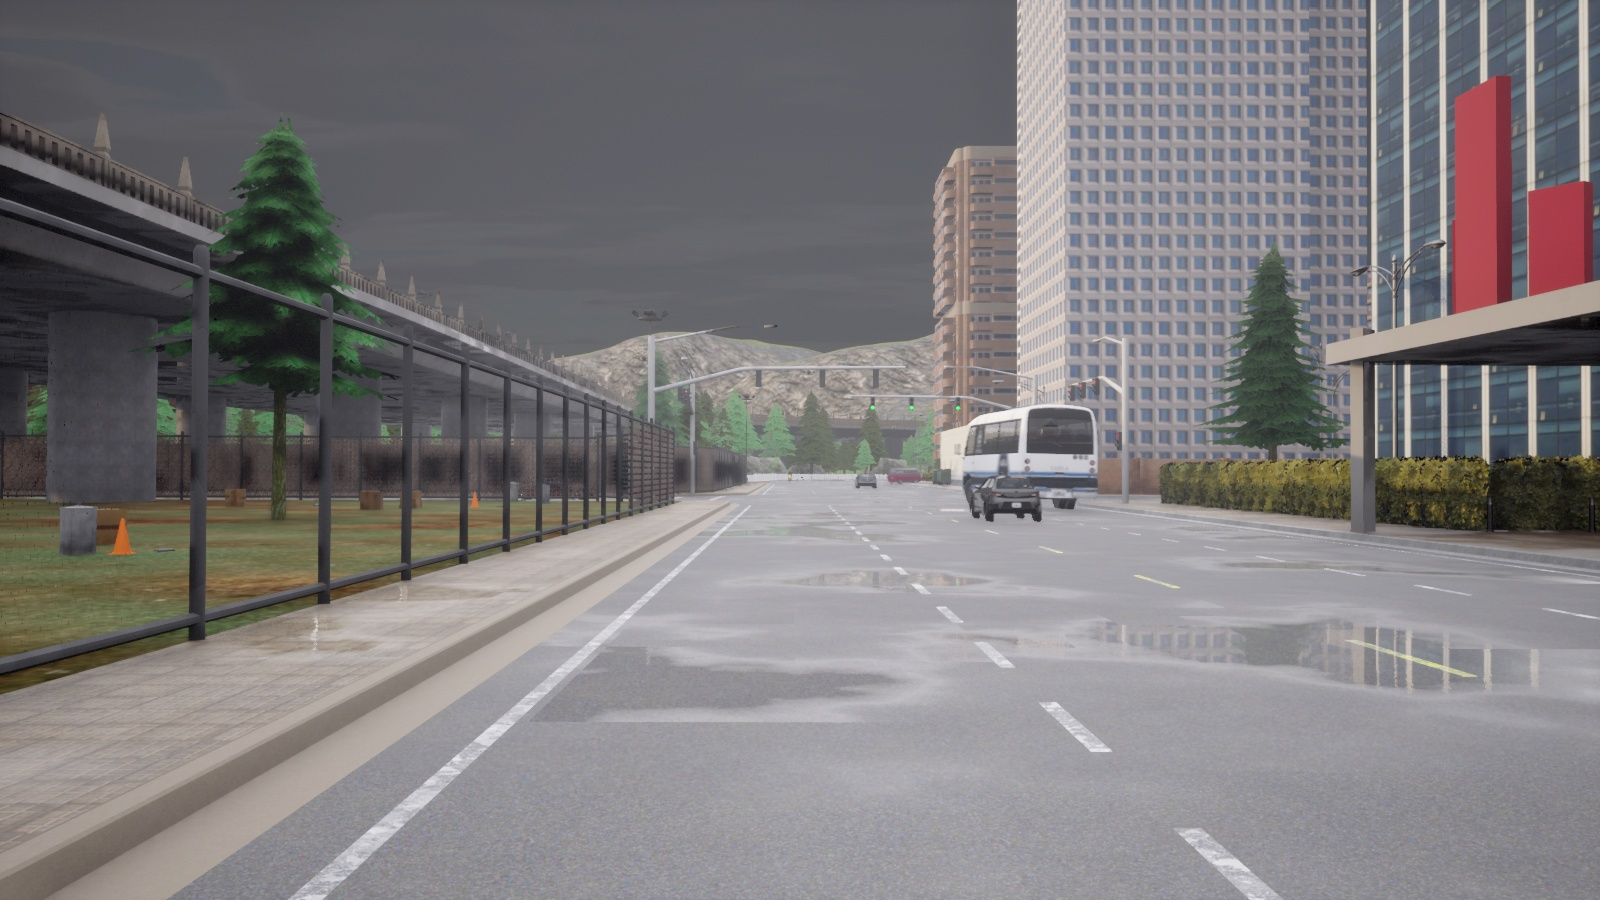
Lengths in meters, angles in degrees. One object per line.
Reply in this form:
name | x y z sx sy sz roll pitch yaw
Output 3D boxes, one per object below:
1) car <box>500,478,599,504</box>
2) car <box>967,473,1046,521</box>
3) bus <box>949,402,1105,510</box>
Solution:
car | -12.835 2.102 64.480 4.718 1.301 1.895 0 -1 -1
car | 6.674 1.487 40.916 1.816 1.474 4.193 0 -1 -1
bus | 9.689 0.329 55.332 3.944 4.253 10.273 1 -1 -6
